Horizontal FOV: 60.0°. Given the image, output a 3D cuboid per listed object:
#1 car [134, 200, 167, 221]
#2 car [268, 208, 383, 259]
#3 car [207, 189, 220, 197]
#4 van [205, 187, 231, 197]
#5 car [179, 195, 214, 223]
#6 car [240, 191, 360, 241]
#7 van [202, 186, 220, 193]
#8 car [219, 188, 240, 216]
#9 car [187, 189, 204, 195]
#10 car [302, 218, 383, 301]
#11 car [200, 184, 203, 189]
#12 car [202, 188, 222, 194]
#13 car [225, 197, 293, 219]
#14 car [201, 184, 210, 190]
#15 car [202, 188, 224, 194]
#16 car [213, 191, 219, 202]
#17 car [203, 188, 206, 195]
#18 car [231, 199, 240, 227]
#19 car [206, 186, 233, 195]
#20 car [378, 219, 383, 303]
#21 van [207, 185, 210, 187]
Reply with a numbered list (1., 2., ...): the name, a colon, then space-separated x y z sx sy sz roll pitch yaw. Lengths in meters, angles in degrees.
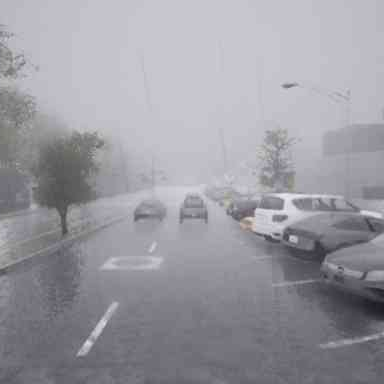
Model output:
1. car: -2.885 1.242 23.847 1.994 1.385 4.181 0 1 0
2. car: 5.103 1.413 10.322 4.792 1.488 2.163 1 1 -20
3. car: 5.074 0.691 46.318 4.792 1.488 2.163 0 2 -20
4. van: 5.006 0.023 64.194 4.442 1.987 1.878 0 2 -20
5. car: 0.115 1.189 22.802 2.128 1.511 4.902 0 1 0
6. car: 5.108 1.093 13.317 5.566 2.045 2.435 0 1 -20
7. van: 5.021 -0.648 88.055 4.442 1.987 1.878 0 3 -20
8. car: 5.062 0.947 22.296 5.566 2.045 2.435 0 2 -20
9. car: 0.126 0.805 40.819 1.837 1.490 4.892 0 2 0
10. car: 5.078 1.462 7.297 4.674 1.452 2.002 1 1 -20
11. car: 5.142 -0.071 67.236 5.566 2.045 2.435 0 1 -20
12. car: 5.119 -0.285 85.133 4.674 1.452 2.002 0 2 -20
13. car: 5.091 1.175 25.321 4.674 1.452 2.002 0 2 -20
14. car: 5.087 0.067 61.241 5.566 2.045 2.435 0 2 -20
15. car: 5.148 -0.197 82.163 4.792 1.488 2.163 0 2 -20
16. car: 5.067 0.967 34.315 4.792 1.488 2.163 0 2 -20
17. car: 5.101 0.387 58.280 4.892 1.521 2.231 0 1 -20
18. car: 4.909 1.295 16.248 5.366 1.575 1.946 0 1 -20
19. car: 5.076 0.398 52.304 4.553 1.767 2.185 0 1 -20
20. car: 5.105 1.323 4.307 4.553 1.767 2.185 1 1 -20
21. van: 5.217 0.230 55.336 4.442 1.987 1.878 0 1 -20
